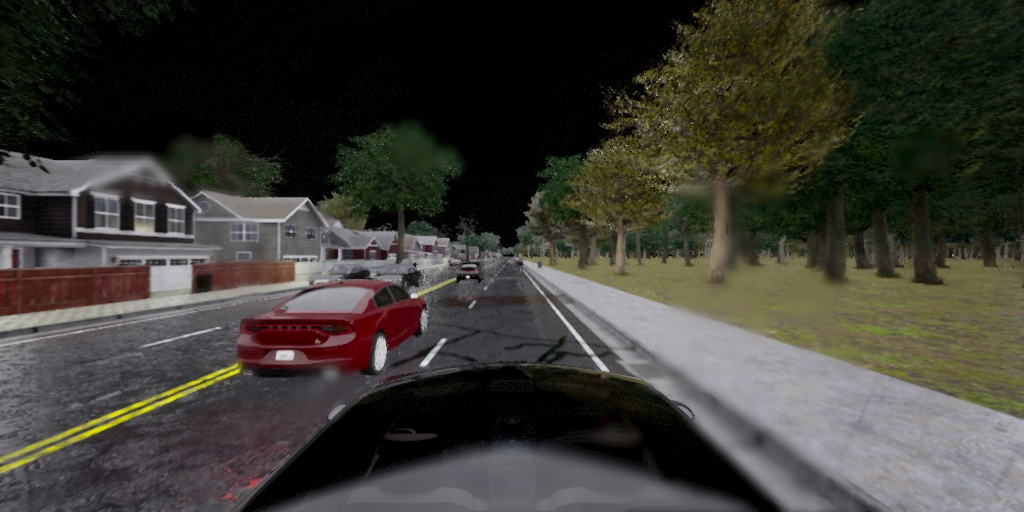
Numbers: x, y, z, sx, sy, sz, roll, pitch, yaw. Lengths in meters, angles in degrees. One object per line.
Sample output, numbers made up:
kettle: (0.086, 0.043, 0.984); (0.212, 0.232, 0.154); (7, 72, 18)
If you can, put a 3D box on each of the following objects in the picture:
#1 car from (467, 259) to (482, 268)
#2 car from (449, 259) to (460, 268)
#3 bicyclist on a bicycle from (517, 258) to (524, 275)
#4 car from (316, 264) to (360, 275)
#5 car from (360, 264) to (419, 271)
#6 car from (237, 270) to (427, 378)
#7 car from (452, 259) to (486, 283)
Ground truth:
car: (-6.519, 1.292, 62.510); (2.033, 1.411, 5.357); (0, 0, 1)
car: (-9.778, 1.222, 62.495); (1.882, 1.535, 5.008); (0, 0, 1)
bicyclist on a bicycle: (0.895, 1.116, 36.310); (0.659, 1.776, 1.843); (0, 0, 0)
car: (-9.848, 1.238, 20.866); (2.128, 1.511, 4.902); (0, 0, 0)
car: (-6.599, 1.239, 20.871); (2.128, 1.511, 4.902); (0, 0, 0)
car: (-3.148, 1.227, 7.453); (1.882, 1.535, 5.008); (0, 0, 0)
car: (-3.149, 1.251, 27.935); (1.837, 1.490, 4.892); (0, 0, 0)
